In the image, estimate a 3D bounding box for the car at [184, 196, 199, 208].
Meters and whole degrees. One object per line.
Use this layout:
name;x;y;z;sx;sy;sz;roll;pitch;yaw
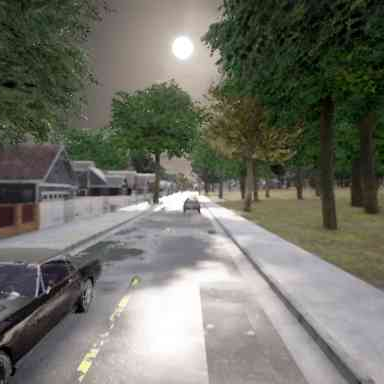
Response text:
car;-0.030;1.372;46.729;2.033;1.411;5.357;0;0;0

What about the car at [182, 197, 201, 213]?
car;-0.028;1.376;35.298;2.128;1.511;4.902;0;0;0

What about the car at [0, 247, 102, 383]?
car;-2.847;1.589;4.824;1.895;1.301;4.718;0;0;0
